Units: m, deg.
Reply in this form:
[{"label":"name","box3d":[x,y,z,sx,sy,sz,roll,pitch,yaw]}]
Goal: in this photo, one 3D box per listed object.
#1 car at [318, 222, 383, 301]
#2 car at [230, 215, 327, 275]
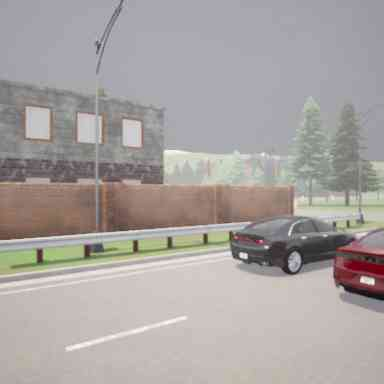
[{"label":"car","box3d":[5.254,1.474,7.548,5.008,1.535,1.882,0,0,-35]},{"label":"car","box3d":[3.395,1.501,10.519,4.892,1.490,1.837,0,0,-35]}]
